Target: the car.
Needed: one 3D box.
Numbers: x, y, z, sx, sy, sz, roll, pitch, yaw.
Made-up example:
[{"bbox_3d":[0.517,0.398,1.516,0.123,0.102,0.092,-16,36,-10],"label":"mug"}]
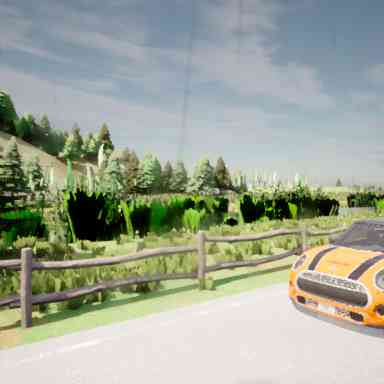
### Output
[{"bbox_3d":[4.088,1.353,6.888,4.553,1.767,2.097,0,0,-35],"label":"car"}]
